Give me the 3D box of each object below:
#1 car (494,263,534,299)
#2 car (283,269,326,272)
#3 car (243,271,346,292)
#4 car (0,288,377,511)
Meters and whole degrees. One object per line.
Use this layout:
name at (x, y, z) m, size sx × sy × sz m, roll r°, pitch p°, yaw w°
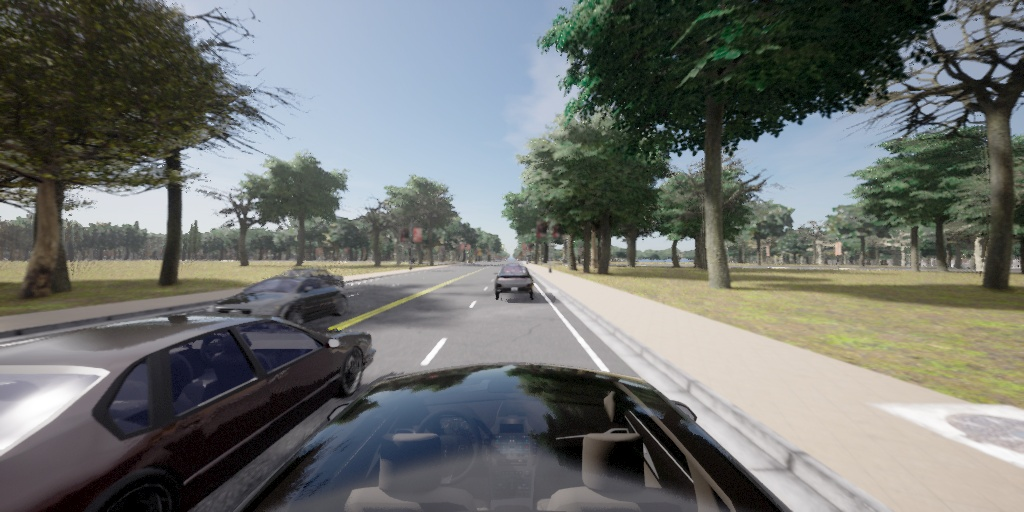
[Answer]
car at (0.110, 1.247, 18.152) m, size 2.128 × 1.511 × 4.902 m, roll 0°, pitch 0°, yaw 0°
car at (-9.782, 1.302, 16.751) m, size 2.033 × 1.411 × 5.357 m, roll 0°, pitch 0°, yaw 1°
car at (-6.574, 1.314, 10.488) m, size 1.994 × 1.385 × 4.181 m, roll 0°, pitch 0°, yaw 0°
car at (-3.151, 1.297, 3.451) m, size 2.033 × 1.411 × 5.357 m, roll 0°, pitch 0°, yaw 0°
